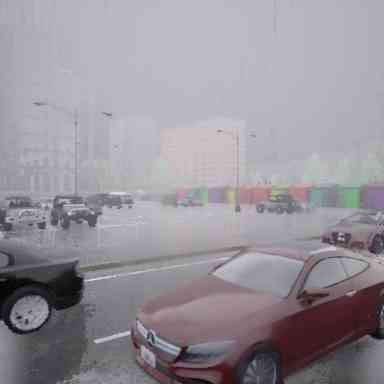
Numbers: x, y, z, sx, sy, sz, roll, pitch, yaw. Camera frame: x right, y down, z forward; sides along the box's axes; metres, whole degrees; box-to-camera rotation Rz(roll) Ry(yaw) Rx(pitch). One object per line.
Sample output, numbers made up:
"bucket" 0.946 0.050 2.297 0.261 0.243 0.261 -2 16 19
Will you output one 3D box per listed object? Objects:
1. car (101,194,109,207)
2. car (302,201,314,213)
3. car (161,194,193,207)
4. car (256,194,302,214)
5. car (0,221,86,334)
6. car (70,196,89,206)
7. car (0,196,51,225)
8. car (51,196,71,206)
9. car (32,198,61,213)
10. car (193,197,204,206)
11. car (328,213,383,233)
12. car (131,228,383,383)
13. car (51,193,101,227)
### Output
"car" -15.932 1.153 54.998 1.932 1.855 4.605 0 0 -37
"car" 10.519 1.395 34.157 1.970 1.475 3.806 0 0 -37
"car" -2.404 1.153 46.358 1.932 1.855 4.605 0 0 -37
"car" 8.206 1.156 32.415 1.905 1.878 3.866 0 0 -37
"car" -4.270 1.478 5.182 5.008 1.535 1.882 0 0 -36
"car" -18.038 1.364 53.335 1.784 1.438 3.905 0 0 -37
"car" -9.740 1.153 18.814 1.932 1.855 4.605 0 0 -37
"car" -20.345 1.395 51.585 1.970 1.475 3.806 0 0 -37
"car" -15.808 1.395 36.069 1.970 1.475 3.806 0 0 -37
"car" -0.058 1.364 48.058 1.784 1.438 3.905 0 0 -37
"car" 7.162 1.564 13.513 4.181 1.385 1.994 0 0 -36
"car" 1.399 1.526 4.993 4.674 1.442 1.812 0 0 -36
"car" -7.401 1.156 20.521 1.905 1.878 3.866 0 0 -37
